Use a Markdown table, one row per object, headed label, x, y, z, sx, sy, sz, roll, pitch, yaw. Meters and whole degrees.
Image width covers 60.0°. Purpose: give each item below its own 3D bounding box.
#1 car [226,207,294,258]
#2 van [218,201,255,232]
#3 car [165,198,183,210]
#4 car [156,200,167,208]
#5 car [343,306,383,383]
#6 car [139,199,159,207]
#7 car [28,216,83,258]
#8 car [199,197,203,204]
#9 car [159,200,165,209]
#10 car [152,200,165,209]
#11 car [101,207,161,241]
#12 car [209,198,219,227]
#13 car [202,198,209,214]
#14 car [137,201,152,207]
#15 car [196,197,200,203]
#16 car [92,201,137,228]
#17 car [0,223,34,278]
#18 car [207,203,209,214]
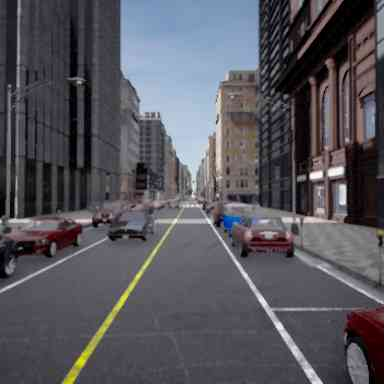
| label | x | y | z | sx | sy | sz | roll | pitch | yaw |
| --- | --- | --- | --- | --- | --- | --- | --- | --- | --- |
| car | 2.680 | 1.593 | 13.525 | 1.967 | 1.590 | 4.097 | 1 | -1 | 0 |
| van | 2.682 | 1.558 | 19.150 | 1.690 | 1.788 | 3.998 | 1 | -1 | 0 |
| car | -3.058 | 2.132 | 55.876 | 2.128 | 1.511 | 4.902 | 0 | -1 | 0 |
| car | -5.838 | 2.259 | 63.981 | 1.752 | 1.417 | 4.829 | 1 | -1 | 0 |
| car | 2.677 | 1.572 | 2.276 | 1.887 | 1.381 | 4.507 | 1 | -1 | 0 |
| car | -5.840 | 1.790 | 41.656 | 2.192 | 1.841 | 5.009 | 1 | -1 | 0 |
| car | -5.847 | 1.698 | 13.533 | 1.887 | 1.381 | 4.507 | 1 | -1 | 0 |
| car | 2.688 | 1.920 | 52.894 | 2.192 | 1.841 | 5.009 | 1 | -1 | 0 |
| car | -5.840 | 2.129 | 52.732 | 1.752 | 1.417 | 4.829 | 1 | -1 | 0 |
| car | -5.839 | 2.215 | 58.526 | 1.887 | 1.381 | 4.507 | 1 | -1 | 0 |
| car | -3.097 | 1.753 | 18.138 | 2.033 | 1.411 | 5.357 | 0 | -1 | 0 |
| car | 2.683 | 1.596 | 24.774 | 2.192 | 1.841 | 5.009 | 1 | -1 | 0 |
| car | 2.685 | 1.915 | 41.644 | 1.967 | 1.590 | 4.097 | 1 | -1 | 0 |
| car | -5.843 | 1.954 | 36.029 | 1.887 | 1.381 | 4.507 | 1 | -1 | 0 |
| car | 2.692 | 2.632 | 91.157 | 1.802 | 1.307 | 4.206 | 1 | -1 | 0 |
| car | -5.843 | 1.596 | 24.783 | 2.192 | 1.841 | 5.009 | 1 | -1 | 0 |
| car | -5.848 | 1.655 | 7.908 | 1.947 | 1.339 | 4.313 | 1 | -1 | 0 |
| car | 2.682 | 1.896 | 30.396 | 2.008 | 1.369 | 4.403 | 1 | -1 | 0 |
